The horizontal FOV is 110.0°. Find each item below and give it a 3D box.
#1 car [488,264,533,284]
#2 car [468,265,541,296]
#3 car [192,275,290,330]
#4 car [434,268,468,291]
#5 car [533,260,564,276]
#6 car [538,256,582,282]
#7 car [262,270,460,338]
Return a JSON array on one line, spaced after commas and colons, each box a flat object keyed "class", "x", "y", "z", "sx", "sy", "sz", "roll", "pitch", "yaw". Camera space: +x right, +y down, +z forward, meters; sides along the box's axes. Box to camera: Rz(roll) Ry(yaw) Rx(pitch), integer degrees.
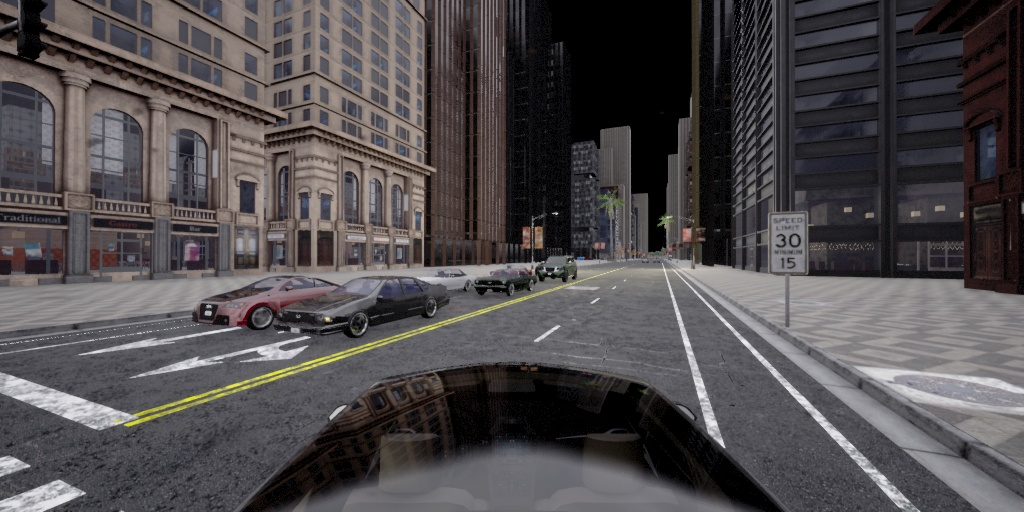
[{"class": "car", "x": -0.010, "y": 1.364, "z": 28.506, "sx": 1.895, "sy": 1.301, "sz": 4.718, "roll": 0, "pitch": 0, "yaw": 23}, {"class": "car", "x": -0.238, "y": 1.357, "z": 19.461, "sx": 1.895, "sy": 1.301, "sz": 4.718, "roll": 0, "pitch": 0, "yaw": 23}, {"class": "car", "x": -7.170, "y": 1.316, "z": 11.206, "sx": 1.994, "sy": 1.385, "sz": 4.181, "roll": 0, "pitch": 0, "yaw": 23}, {"class": "car", "x": -3.823, "y": 1.356, "z": 19.303, "sx": 1.895, "sy": 1.301, "sz": 4.718, "roll": 0, "pitch": 0, "yaw": 23}, {"class": "car", "x": 3.930, "y": 1.250, "z": 37.921, "sx": 1.882, "sy": 1.535, "sz": 5.008, "roll": 0, "pitch": 0, "yaw": 23}, {"class": "car", "x": 3.858, "y": 0.986, "z": 29.342, "sx": 2.150, "sy": 2.045, "sz": 5.566, "roll": 0, "pitch": 0, "yaw": 22}, {"class": "car", "x": -3.907, "y": 1.299, "z": 10.601, "sx": 2.033, "sy": 1.411, "sz": 5.357, "roll": 0, "pitch": 0, "yaw": 22}]
